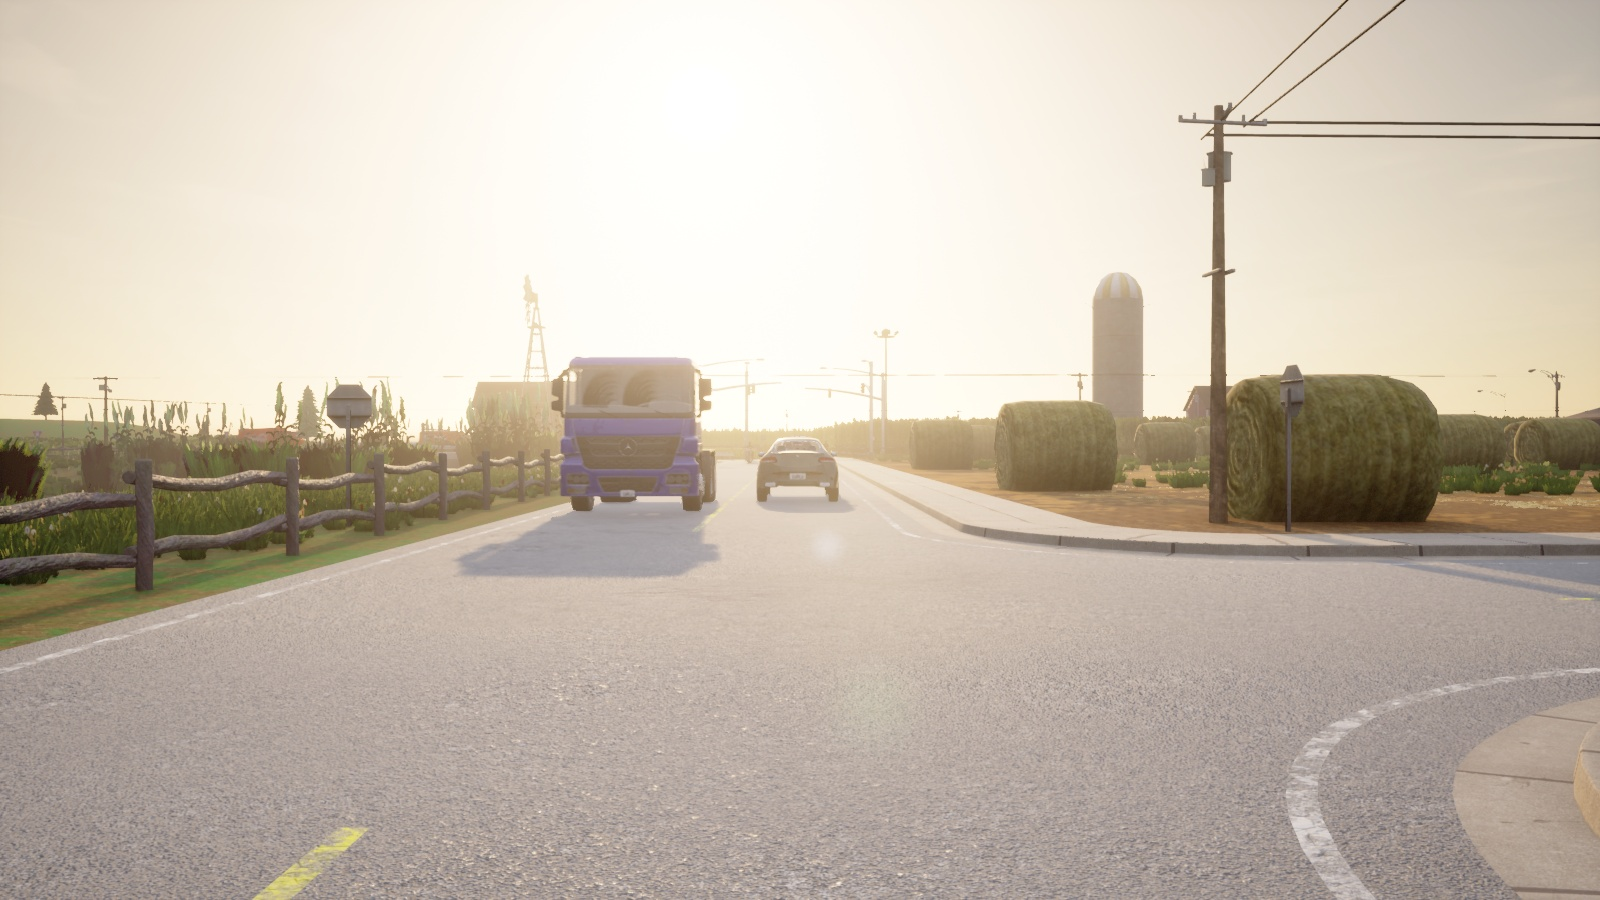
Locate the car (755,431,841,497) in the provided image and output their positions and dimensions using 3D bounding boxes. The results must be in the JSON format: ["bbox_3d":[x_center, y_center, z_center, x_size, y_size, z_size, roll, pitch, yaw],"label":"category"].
[{"bbox_3d":[-0.065,0.333,33.992,2.152,1.651,5.027,0,0,0],"label":"car"}]

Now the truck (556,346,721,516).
[{"bbox_3d":[-3.550,-0.405,29.604,2.891,3.462,7.936,0,0,0],"label":"truck"}]
